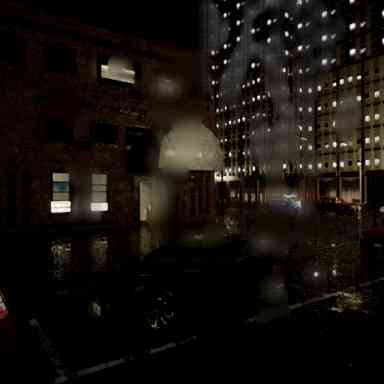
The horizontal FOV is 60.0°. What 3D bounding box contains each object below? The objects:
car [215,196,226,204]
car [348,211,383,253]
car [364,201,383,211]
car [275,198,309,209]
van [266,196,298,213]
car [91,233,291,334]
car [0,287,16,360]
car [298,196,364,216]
[{"bbox_3d":[4.099,1.434,59.417,1.752,1.417,4.829,0,0,-35],"label":"car"},{"bbox_3d":[8.045,1.542,12.440,4.507,1.381,1.887,0,0,-35],"label":"car"},{"bbox_3d":[20.017,1.496,36.535,2.008,1.369,4.403,0,0,-35],"label":"car"},{"bbox_3d":[13.689,1.511,45.632,1.802,1.307,4.206,0,0,-35],"label":"car"},{"bbox_3d":[9.972,1.324,36.297,1.690,1.788,3.998,0,0,-35],"label":"van"},{"bbox_3d":[0.199,1.565,6.774,4.313,1.339,1.947,0,0,-35],"label":"car"},{"bbox_3d":[-4.268,1.440,3.526,4.097,1.590,1.967,0,0,-35],"label":"car"},{"bbox_3d":[13.136,1.306,31.748,2.192,1.841,5.009,0,0,-35],"label":"car"}]
